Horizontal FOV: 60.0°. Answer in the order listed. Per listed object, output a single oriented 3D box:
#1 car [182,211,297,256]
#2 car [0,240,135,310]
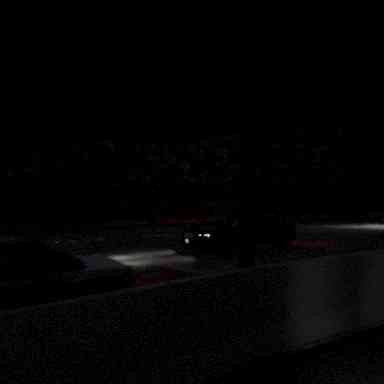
[{"bbox_3d":[1.958,1.508,13.191,4.902,1.511,2.128,0,0,-30],"label":"car"},{"bbox_3d":[-3.509,1.581,5.649,4.718,1.301,1.895,0,0,-34],"label":"car"}]
